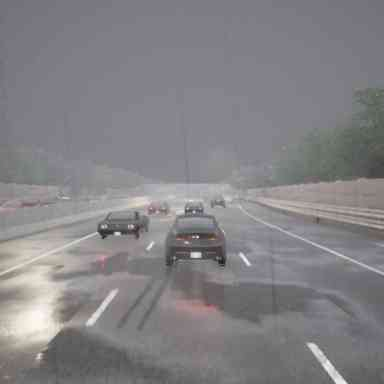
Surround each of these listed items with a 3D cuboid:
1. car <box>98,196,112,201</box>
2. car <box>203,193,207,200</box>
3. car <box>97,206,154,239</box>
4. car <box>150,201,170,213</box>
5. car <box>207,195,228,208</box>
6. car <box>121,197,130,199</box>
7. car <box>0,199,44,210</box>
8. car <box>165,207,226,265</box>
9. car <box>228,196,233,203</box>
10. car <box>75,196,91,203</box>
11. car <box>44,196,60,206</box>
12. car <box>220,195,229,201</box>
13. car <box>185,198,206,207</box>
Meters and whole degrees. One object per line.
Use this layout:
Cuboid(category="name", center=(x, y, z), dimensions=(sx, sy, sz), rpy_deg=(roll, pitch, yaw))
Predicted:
Cuboid(category="car", center=(-17.063, 1.548, 65.232), dimensions=(1.812, 1.442, 4.674), rpy_deg=(0, 0, 1))
Cuboid(category="car", center=(4.263, 1.627, 85.877), dimensions=(1.994, 1.385, 4.181), rpy_deg=(0, 0, 1))
Cuboid(category="car", center=(-3.366, 1.599, 17.284), dimensions=(1.895, 1.301, 4.718), rpy_deg=(0, 0, 0))
Cuboid(category="car", center=(-3.276, 1.600, 34.006), dimensions=(1.895, 1.301, 4.718), rpy_deg=(0, 0, 0))
Cuboid(category="car", center=(3.748, 1.311, 49.200), dimensions=(2.097, 1.767, 4.553), rpy_deg=(0, 0, 1))
Cuboid(category="car", center=(-13.525, 1.613, 67.762), dimensions=(1.895, 1.301, 4.718), rpy_deg=(0, 0, 1))
Cuboid(category="car", center=(-14.019, 1.476, 26.441), dimensions=(1.882, 1.535, 5.008), rpy_deg=(0, 0, 0))
Cuboid(category="car", center=(0.118, 1.504, 11.671), dimensions=(1.837, 1.490, 4.892), rpy_deg=(0, 0, 0))
Cuboid(category="car", center=(7.352, 1.537, 67.415), dimensions=(1.812, 1.442, 4.674), rpy_deg=(0, 0, 2))
Cuboid(category="car", center=(-20.597, 1.515, 63.069), dimensions=(1.837, 1.490, 4.892), rpy_deg=(0, 0, 1))
Cuboid(category="car", center=(-23.552, 1.512, 55.551), dimensions=(1.837, 1.490, 4.892), rpy_deg=(0, 0, -2))
Cuboid(category="car", center=(7.640, 1.381, 78.636), dimensions=(1.882, 1.535, 5.008), rpy_deg=(0, 0, 1))
Cuboid(category="car", center=(0.224, 1.600, 34.039), dimensions=(1.895, 1.301, 4.718), rpy_deg=(0, 0, 0))
